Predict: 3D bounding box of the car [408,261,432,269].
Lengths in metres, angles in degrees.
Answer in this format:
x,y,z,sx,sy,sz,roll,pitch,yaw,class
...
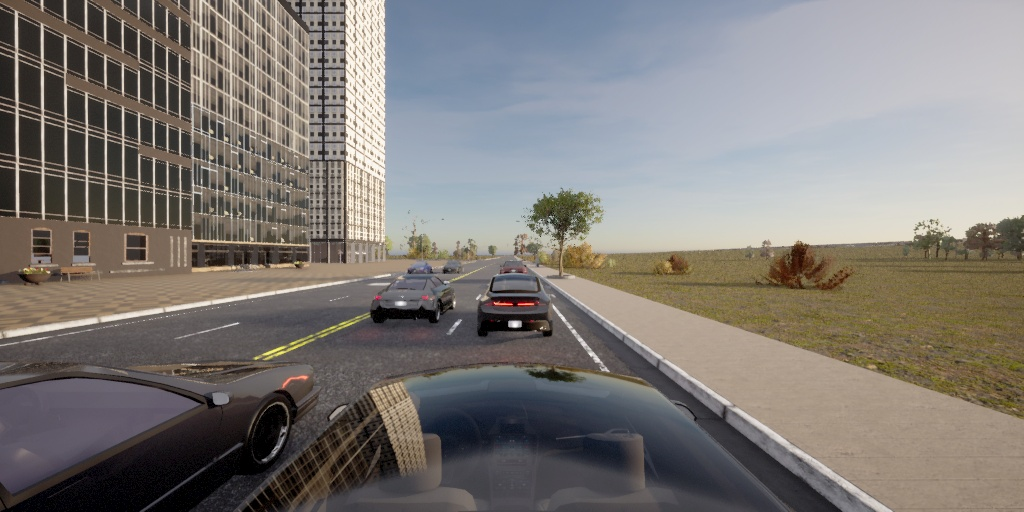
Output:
x,y,z,sx,sy,sz,roll,pitch,yaw,class
-9.817,1.272,38.542,1.812,1.442,4.674,0,0,0,car

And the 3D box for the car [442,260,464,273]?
x,y,z,sx,sy,sz,roll,pitch,yaw,class
-6.579,1.251,40.345,1.837,1.490,4.892,0,0,0,car

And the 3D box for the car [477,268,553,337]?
x,y,z,sx,sy,sz,roll,pitch,yaw,class
0.100,1.254,10.330,1.837,1.490,4.892,0,0,1,car

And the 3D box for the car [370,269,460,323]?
x,y,z,sx,sy,sz,roll,pitch,yaw,class
-3.143,1.313,12.128,1.994,1.385,4.181,0,0,0,car

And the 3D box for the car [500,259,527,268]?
x,y,z,sx,sy,sz,roll,pitch,yaw,class
0.113,1.100,28.348,2.097,1.767,4.553,0,0,0,car

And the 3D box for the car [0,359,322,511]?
x,y,z,sx,sy,sz,roll,pitch,yaw,class
-3.148,1.297,1.720,2.033,1.411,5.357,0,0,0,car
